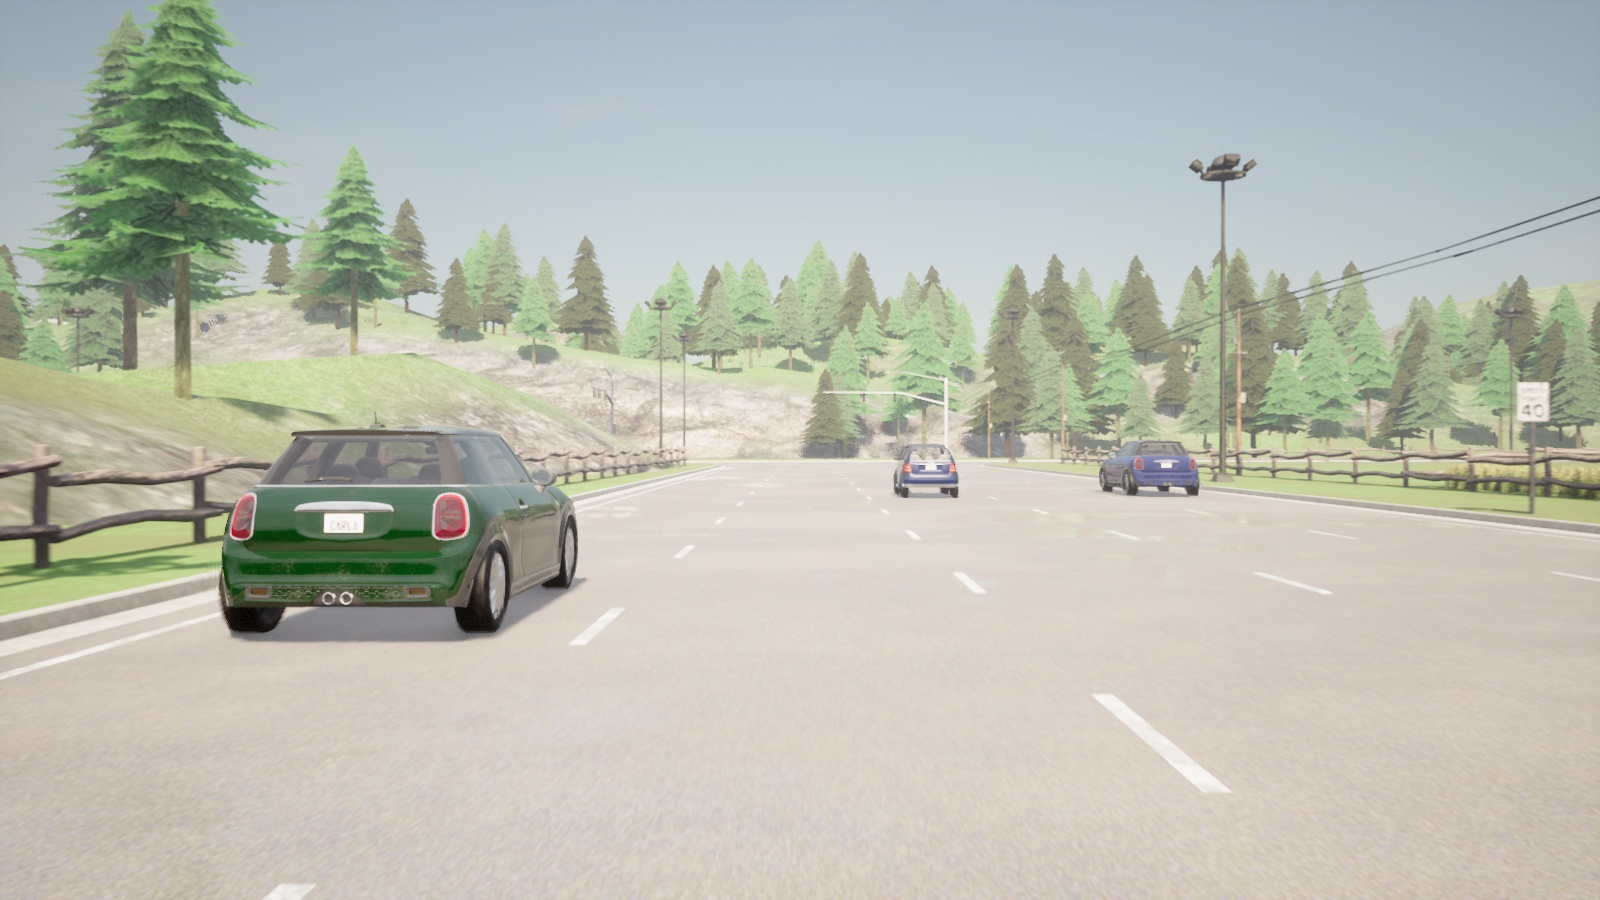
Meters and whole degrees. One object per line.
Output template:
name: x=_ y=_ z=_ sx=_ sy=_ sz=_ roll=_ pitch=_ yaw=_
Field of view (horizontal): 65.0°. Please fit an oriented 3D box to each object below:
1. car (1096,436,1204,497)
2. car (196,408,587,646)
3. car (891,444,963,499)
car: x=10.738 y=0.479 z=38.846 sx=2.097 sy=1.767 sz=4.553 roll=0 pitch=0 yaw=0
car: x=-3.418 y=0.562 z=11.593 sx=2.097 sy=1.767 sz=4.553 roll=0 pitch=0 yaw=0
car: x=3.730 y=0.597 z=37.456 sx=1.789 sy=1.549 sz=3.705 roll=0 pitch=0 yaw=0
